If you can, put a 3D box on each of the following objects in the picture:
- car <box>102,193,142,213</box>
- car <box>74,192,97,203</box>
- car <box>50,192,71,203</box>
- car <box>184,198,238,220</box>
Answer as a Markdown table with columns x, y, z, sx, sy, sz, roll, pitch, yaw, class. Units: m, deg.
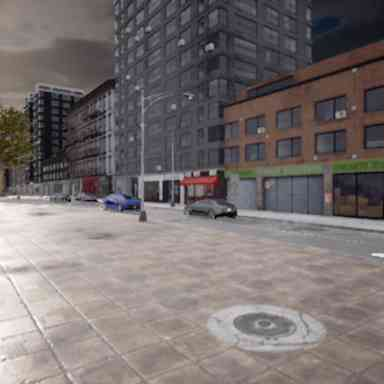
| x | y | z | sx | sy | sz | roll | pitch | yaw | class |
| --- | --- | --- | --- | --- | --- | --- | --- | --- | --- |
| -5.947 | 0.881 | 28.101 | 1.882 | 1.535 | 5.008 | 0 | 1 | -36 | car |
| -14.298 | 0.718 | 44.687 | 1.994 | 1.385 | 4.181 | 0 | 1 | -36 | car |
| -17.564 | 0.736 | 44.342 | 1.994 | 1.385 | 4.181 | 0 | 1 | -36 | car |
| 1.241 | 1.093 | 23.182 | 1.994 | 1.385 | 4.181 | 0 | 1 | -36 | car |
